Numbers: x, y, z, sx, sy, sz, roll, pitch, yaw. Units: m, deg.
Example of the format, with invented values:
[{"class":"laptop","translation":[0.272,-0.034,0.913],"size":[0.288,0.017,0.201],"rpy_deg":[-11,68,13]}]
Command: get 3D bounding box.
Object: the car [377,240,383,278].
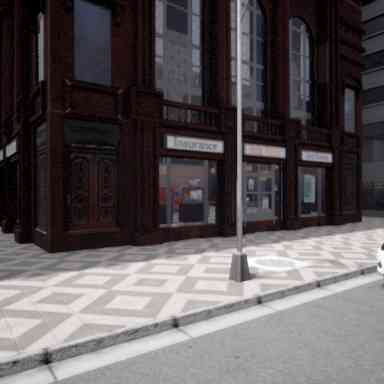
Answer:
[{"class":"car","translation":[6.897,1.222,8.317],"size":[5.566,2.045,2.150],"rpy_deg":[0,0,-36]}]
